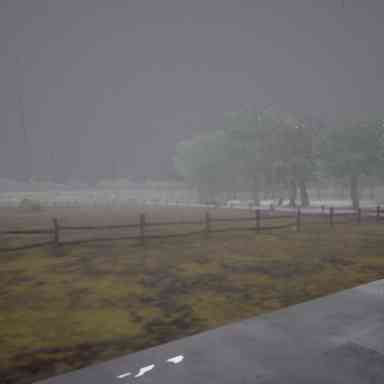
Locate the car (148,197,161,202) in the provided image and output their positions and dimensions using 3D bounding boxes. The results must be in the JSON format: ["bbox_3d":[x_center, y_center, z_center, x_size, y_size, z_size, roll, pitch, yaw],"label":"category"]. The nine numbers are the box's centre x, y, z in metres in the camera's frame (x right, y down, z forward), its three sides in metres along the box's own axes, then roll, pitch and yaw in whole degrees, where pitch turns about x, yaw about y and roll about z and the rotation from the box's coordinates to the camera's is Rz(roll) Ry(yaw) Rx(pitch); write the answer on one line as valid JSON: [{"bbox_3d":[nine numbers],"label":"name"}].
[{"bbox_3d":[-10.589,2.151,93.535,1.837,1.490,4.892,-2,1,-35],"label":"car"}]

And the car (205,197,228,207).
[{"bbox_3d":[4.875,1.959,66.766,2.150,2.045,5.566,-2,1,-35],"label":"car"}]
